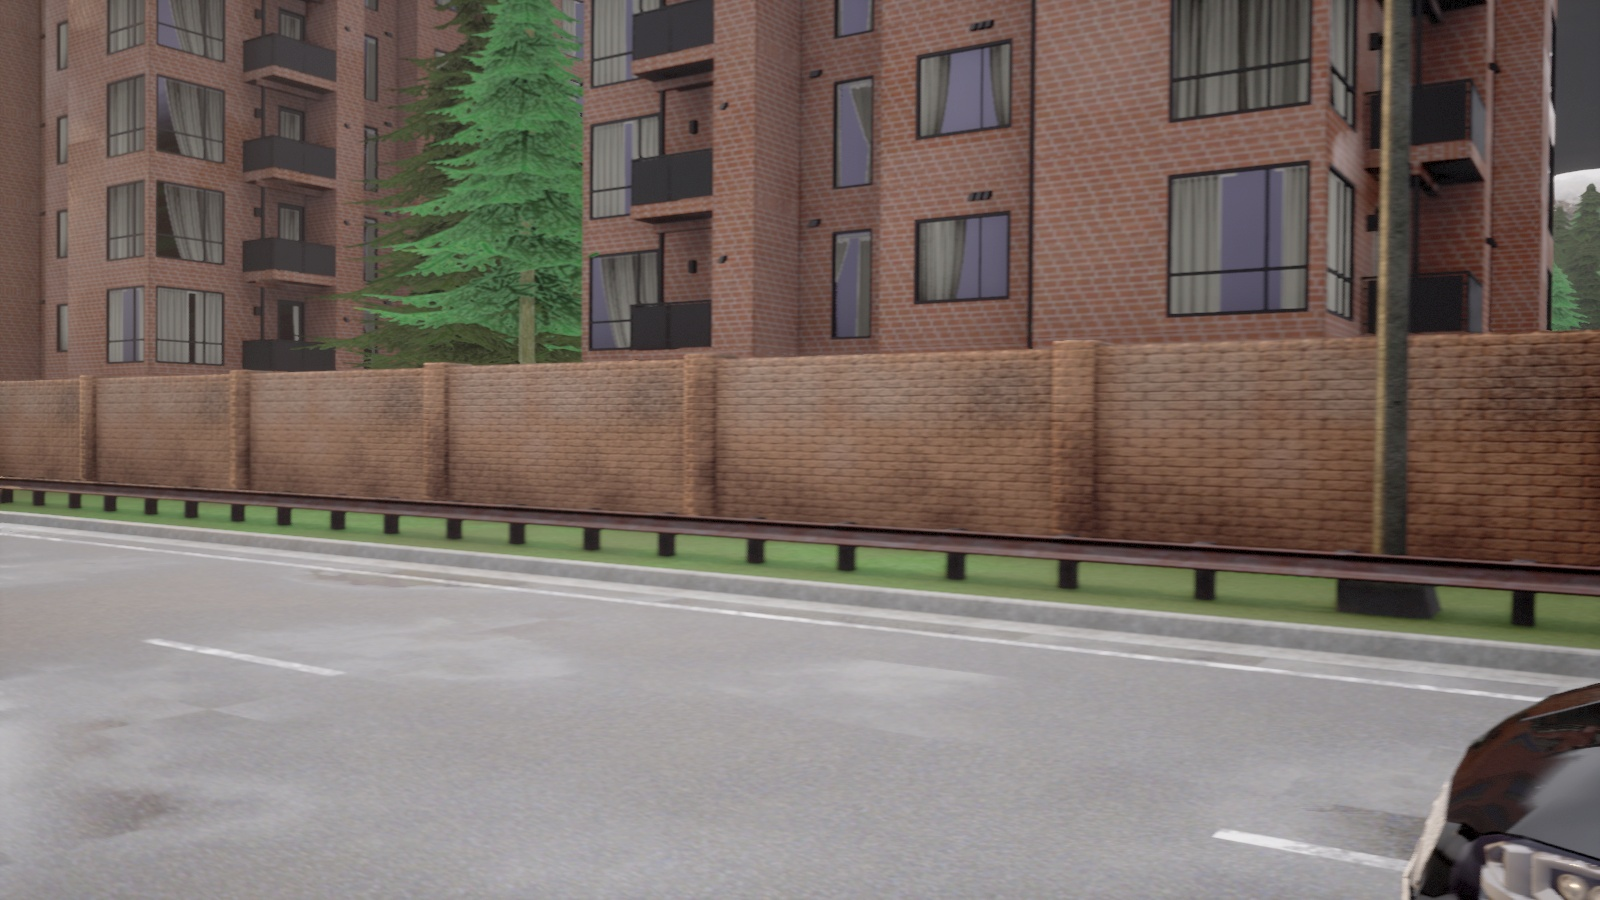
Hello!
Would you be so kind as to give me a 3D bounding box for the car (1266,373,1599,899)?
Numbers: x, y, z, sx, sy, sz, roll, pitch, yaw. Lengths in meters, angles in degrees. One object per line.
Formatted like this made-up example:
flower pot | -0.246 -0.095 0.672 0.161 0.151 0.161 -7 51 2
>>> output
car | 3.330 0.638 1.412 4.902 1.511 2.128 0 1 34
